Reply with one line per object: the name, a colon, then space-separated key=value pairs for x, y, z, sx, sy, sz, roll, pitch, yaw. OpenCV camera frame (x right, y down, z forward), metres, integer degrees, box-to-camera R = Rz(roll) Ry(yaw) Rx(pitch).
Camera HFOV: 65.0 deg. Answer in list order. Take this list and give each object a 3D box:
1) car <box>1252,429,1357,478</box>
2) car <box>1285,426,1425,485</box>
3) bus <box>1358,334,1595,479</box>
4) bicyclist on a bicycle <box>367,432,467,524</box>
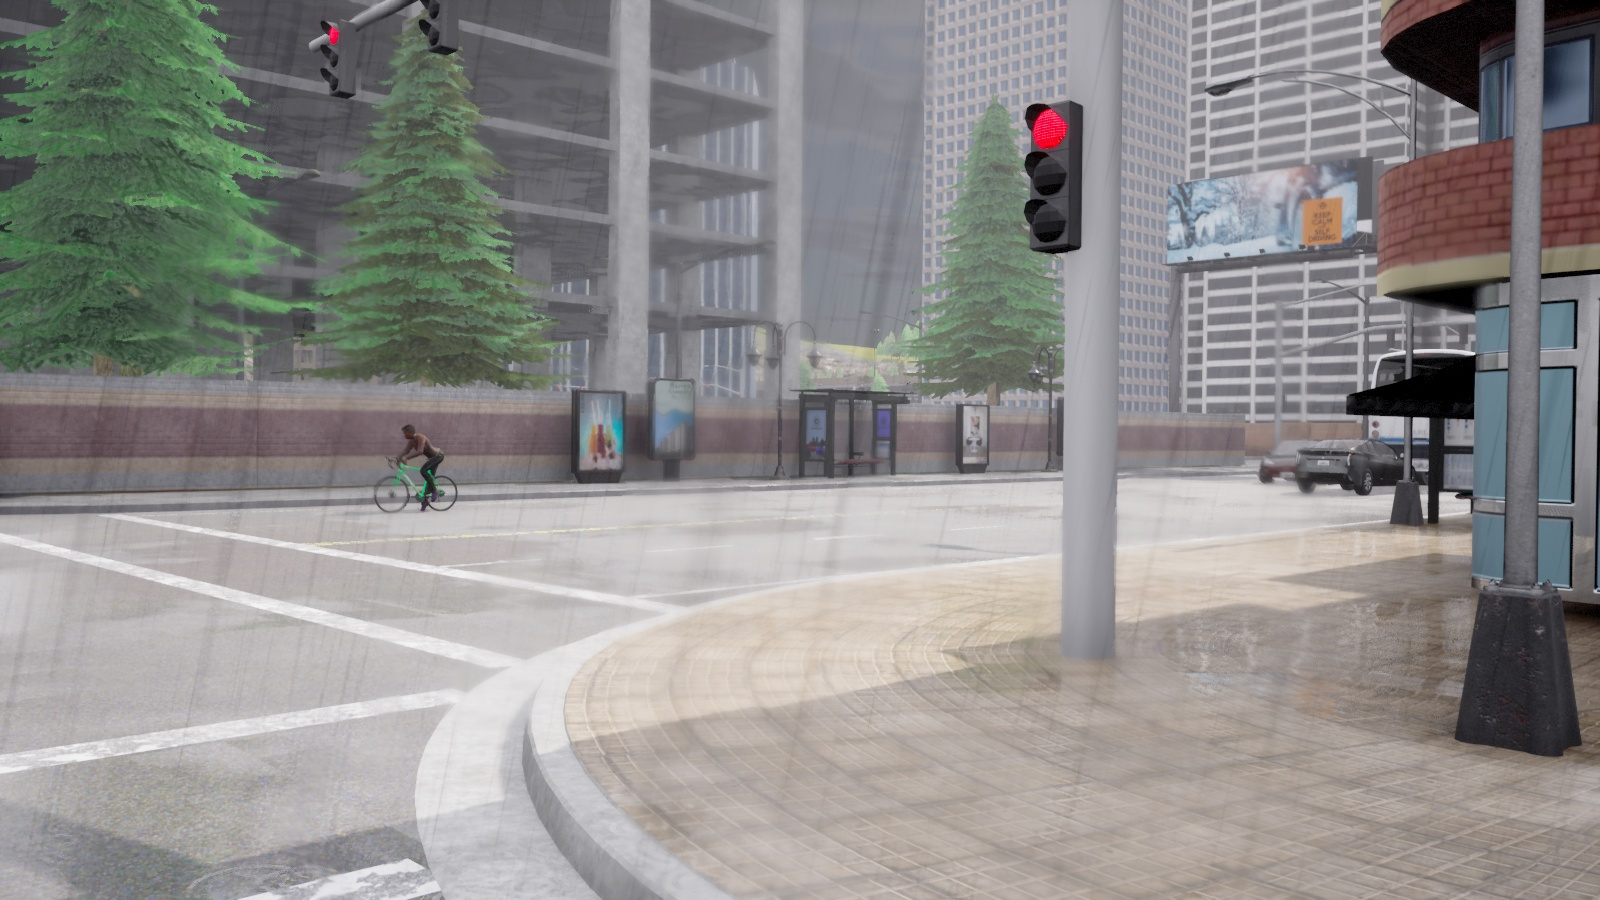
car: x=16.675 y=0.070 z=41.375 sx=2.163 sy=1.488 sz=4.792 roll=0 pitch=1 yaw=35
car: x=15.483 y=0.116 z=34.931 sx=4.514 sy=1.525 sz=2.007 roll=-1 pitch=1 yaw=-44
bus: x=22.719 y=-1.367 z=41.806 sx=10.273 sy=4.253 sz=3.944 roll=-1 pitch=1 yaw=-44
bicyclist on a bicycle: x=-7.053 y=0.486 z=23.169 sx=1.656 sy=1.620 sz=0.582 roll=-2 pitch=1 yaw=-44
